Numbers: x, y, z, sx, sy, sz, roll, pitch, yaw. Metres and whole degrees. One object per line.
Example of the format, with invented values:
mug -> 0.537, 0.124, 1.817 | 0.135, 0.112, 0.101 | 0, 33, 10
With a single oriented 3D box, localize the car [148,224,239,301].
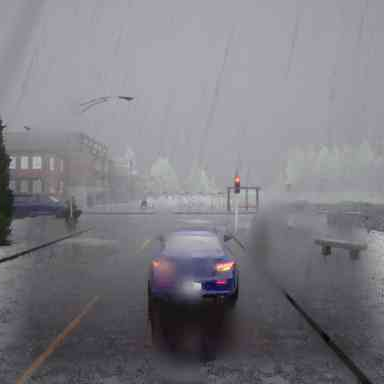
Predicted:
car -> 0.041, 1.526, 8.225 | 1.812, 1.442, 4.674 | 0, 0, 1

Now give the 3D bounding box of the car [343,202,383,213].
car -> 14.610, 1.564, 28.031 | 4.181, 1.385, 1.994 | 0, 0, 0

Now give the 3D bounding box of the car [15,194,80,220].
car -> -12.346, 1.221, 27.957 | 5.566, 2.045, 2.150 | 0, 0, 2
